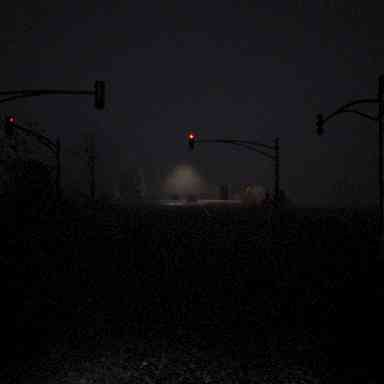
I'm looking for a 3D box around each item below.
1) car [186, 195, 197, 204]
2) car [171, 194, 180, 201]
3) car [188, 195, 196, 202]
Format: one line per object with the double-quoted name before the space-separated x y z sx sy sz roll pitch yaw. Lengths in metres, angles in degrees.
"car" -0.061 1.424 67.993 2.097 1.767 4.553 0 0 0
"car" -3.565 1.195 72.195 1.837 1.490 4.892 0 0 0
"car" -0.070 1.425 78.028 1.837 1.490 4.892 0 0 0
